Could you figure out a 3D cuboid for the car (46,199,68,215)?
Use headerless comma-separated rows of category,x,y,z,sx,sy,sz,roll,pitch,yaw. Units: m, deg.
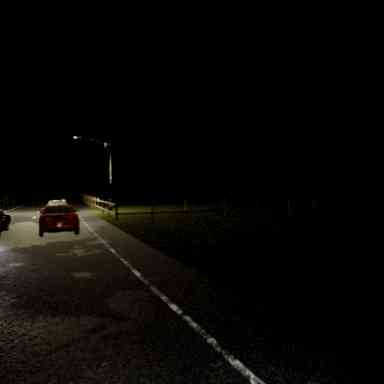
car,-13.401,1.451,33.192,1.895,1.301,4.718,-1,1,-21

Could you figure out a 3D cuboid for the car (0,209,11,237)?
car,-10.698,1.577,17.241,1.895,1.301,4.718,-1,1,-23

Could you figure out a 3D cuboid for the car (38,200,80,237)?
car,-7.175,1.399,17.970,1.882,1.535,5.008,-1,1,-22
